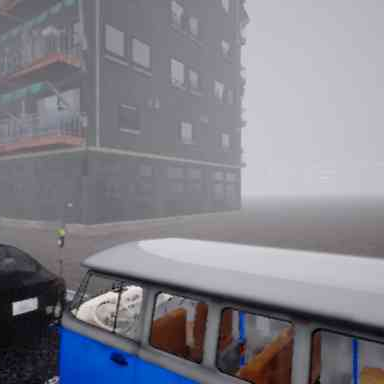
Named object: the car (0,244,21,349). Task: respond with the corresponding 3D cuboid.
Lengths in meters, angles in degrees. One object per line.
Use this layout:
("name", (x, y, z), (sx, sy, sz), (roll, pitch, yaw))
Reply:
("car", (-3.922, 1.567, 5.673), (4.313, 1.339, 1.947), (0, 0, 36))

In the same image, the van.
("van", (0.667, 1.341, 2.401), (3.998, 1.788, 1.690), (0, 0, 36))
